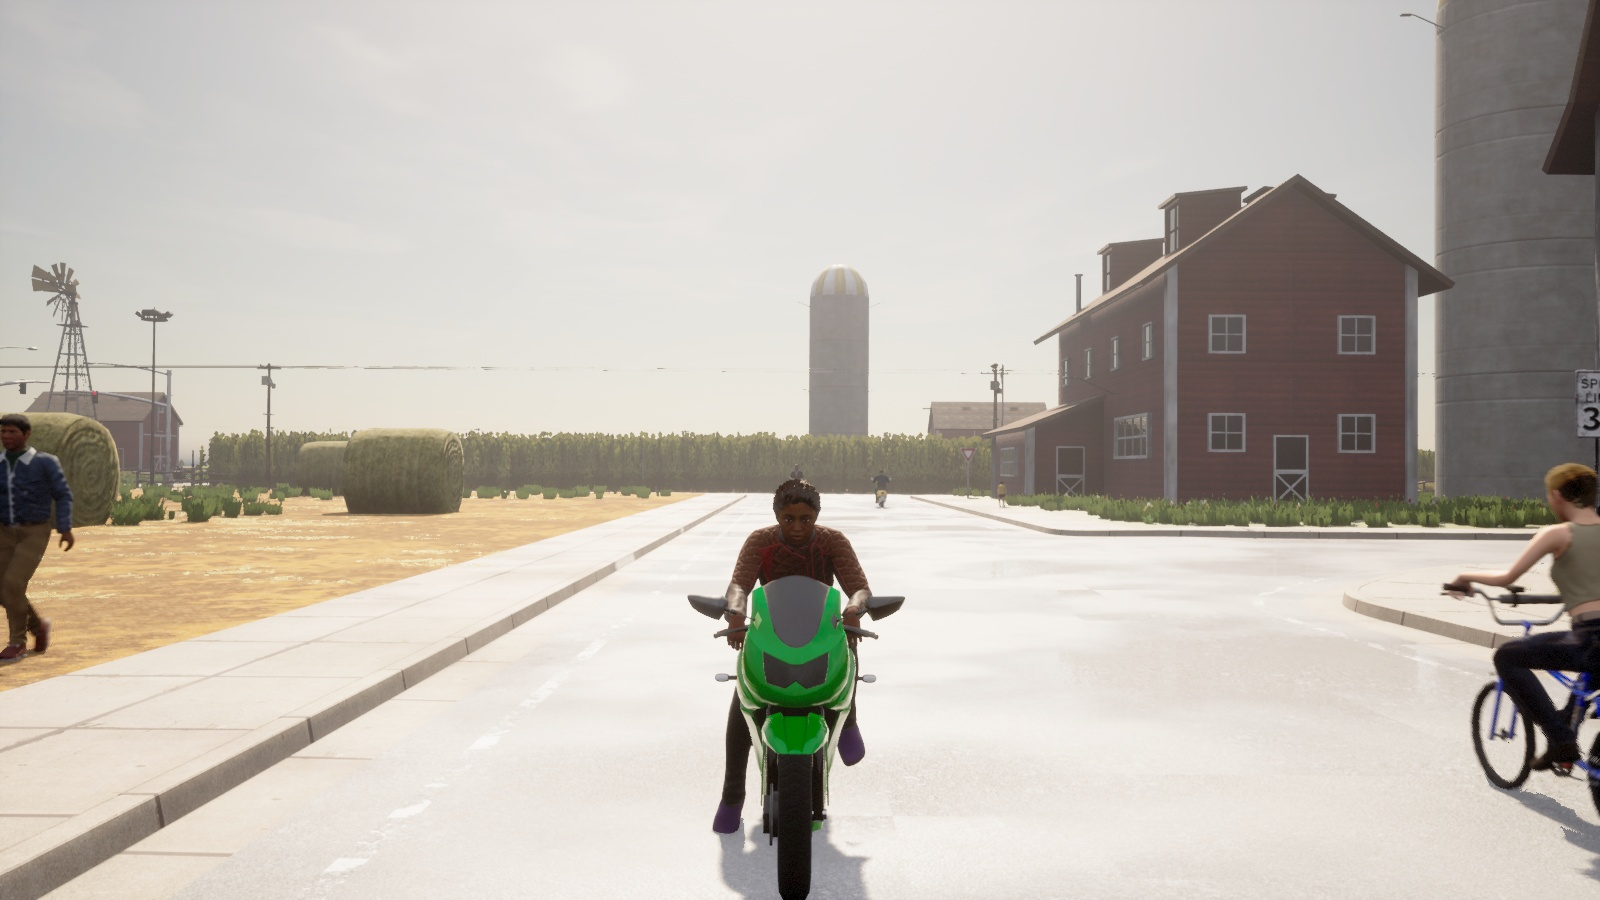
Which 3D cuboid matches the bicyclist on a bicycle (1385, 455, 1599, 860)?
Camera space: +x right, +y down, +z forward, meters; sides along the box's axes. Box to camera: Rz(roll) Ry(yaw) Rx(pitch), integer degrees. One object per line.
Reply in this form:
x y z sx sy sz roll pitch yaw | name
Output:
3.478 0.838 5.768 0.866 1.612 1.509 0 -1 0 | bicyclist on a bicycle

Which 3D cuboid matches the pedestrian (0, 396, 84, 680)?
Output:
-5.602 0.608 9.021 0.423 1.949 0.788 0 -1 3 | pedestrian

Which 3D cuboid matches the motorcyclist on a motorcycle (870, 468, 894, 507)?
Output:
3.366 1.554 51.979 0.866 1.590 1.817 0 -1 0 | motorcyclist on a motorcycle

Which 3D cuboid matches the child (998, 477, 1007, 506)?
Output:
7.694 1.571 47.749 0.255 1.110 0.394 0 -1 -5 | child

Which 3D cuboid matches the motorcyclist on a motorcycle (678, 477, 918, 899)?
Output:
-0.010 0.878 5.210 0.797 1.523 2.044 0 -1 0 | motorcyclist on a motorcycle
